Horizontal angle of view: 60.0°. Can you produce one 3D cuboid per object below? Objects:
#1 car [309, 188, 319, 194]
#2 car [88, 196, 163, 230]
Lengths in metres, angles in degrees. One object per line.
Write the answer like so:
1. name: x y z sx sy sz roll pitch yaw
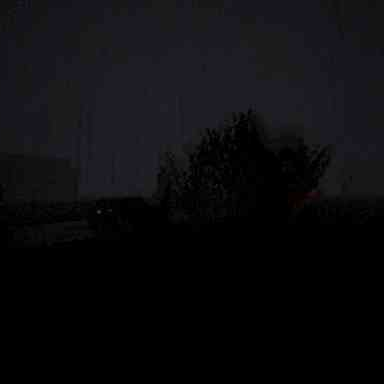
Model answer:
1. car: 18.989 0.080 52.637 2.150 2.045 5.566 1 2 31
2. car: -3.646 1.034 19.227 2.097 1.767 4.553 1 2 36
